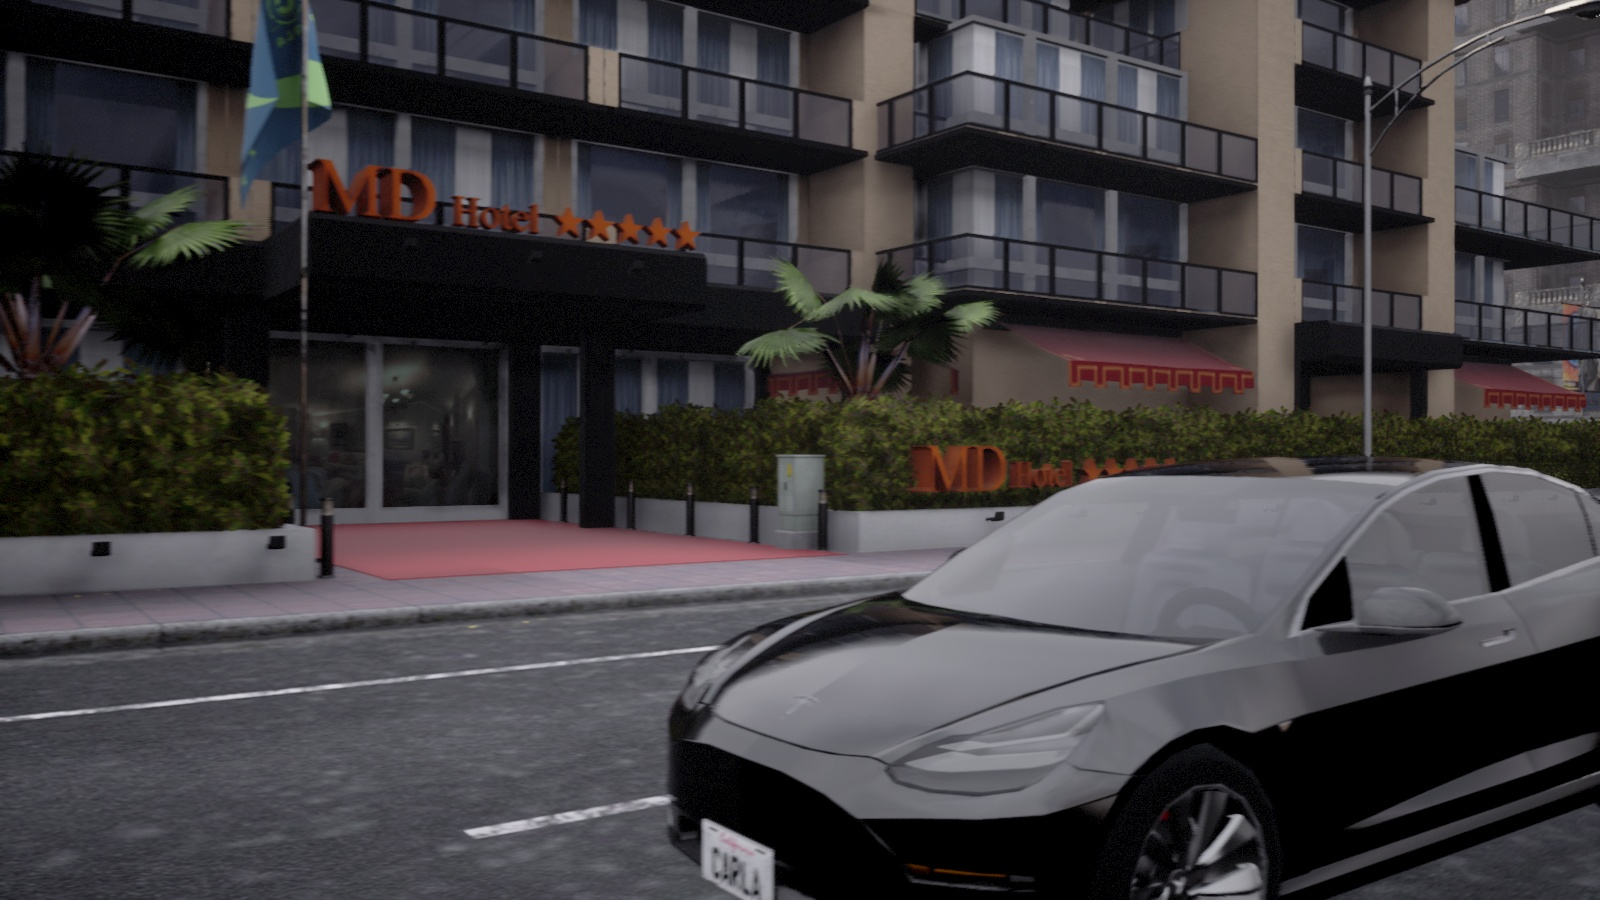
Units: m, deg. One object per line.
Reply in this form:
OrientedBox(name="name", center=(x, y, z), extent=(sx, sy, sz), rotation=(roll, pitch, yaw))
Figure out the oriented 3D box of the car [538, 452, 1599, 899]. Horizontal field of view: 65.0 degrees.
OrientedBox(name="car", center=(1.679, 0.753, 4.832), extent=(4.792, 1.488, 2.163), rotation=(0, 0, -35))
